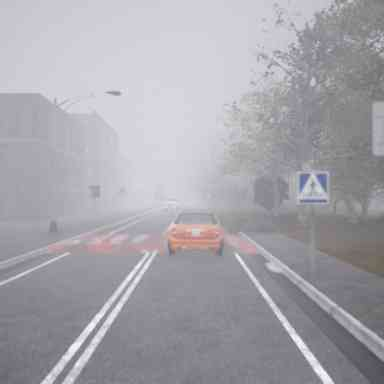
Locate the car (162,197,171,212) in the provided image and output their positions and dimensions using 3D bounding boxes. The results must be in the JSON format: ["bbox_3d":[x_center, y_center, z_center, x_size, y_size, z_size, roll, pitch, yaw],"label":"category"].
[{"bbox_3d":[-3.011,1.740,47.669,2.150,2.045,5.566,0,-1,1],"label":"car"}]

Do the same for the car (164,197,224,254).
[{"bbox_3d":[0.153,1.333,14.180,2.097,1.767,4.553,0,5,1],"label":"car"}]
